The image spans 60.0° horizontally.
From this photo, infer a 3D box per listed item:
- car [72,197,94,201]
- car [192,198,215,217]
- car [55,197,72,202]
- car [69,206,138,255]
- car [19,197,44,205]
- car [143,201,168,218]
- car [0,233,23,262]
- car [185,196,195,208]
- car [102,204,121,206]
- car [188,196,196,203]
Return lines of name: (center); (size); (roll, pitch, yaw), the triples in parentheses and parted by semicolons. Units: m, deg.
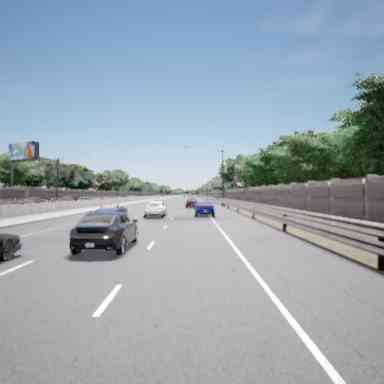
car: (-17.521, 1.539, 55.034); (2.097, 1.767, 4.553); (0, -1, 0)
car: (1.214, 1.564, 32.607); (1.882, 1.535, 5.008); (0, 0, 0)
car: (-21.020, 1.539, 55.033); (2.097, 1.767, 4.553); (0, -1, 0)
car: (-3.404, 1.532, 13.506); (1.837, 1.490, 4.892); (0, 0, 0)
car: (-24.521, 1.515, 50.933); (2.097, 1.767, 4.553); (0, -1, 0)
car: (-3.411, 1.608, 31.620); (1.812, 1.442, 4.674); (0, 0, 0)
car: (-6.898, 1.565, 9.243); (2.033, 1.411, 5.357); (0, 0, 0)
car: (-0.010, 1.636, 50.617); (1.882, 1.535, 5.008); (0, 0, 0)
car: (-6.910, 1.673, 28.922); (1.895, 1.301, 4.718); (0, 0, 0)
car: (-0.024, 1.667, 72.079); (1.812, 1.442, 4.674); (0, 0, 0)
